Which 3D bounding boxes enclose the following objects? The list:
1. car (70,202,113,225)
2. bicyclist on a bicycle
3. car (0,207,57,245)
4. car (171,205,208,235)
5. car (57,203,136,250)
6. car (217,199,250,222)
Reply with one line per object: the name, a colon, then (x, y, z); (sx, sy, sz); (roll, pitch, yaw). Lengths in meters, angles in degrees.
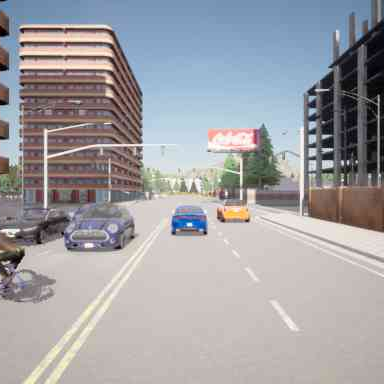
car: (-7.332, 1.526, 24.757); (1.812, 1.442, 4.674); (0, 0, -1)
bicyclist on a bicycle: (-3.865, 1.457, 6.645); (1.656, 1.620, 0.582); (-2, 1, -6)
car: (-7.286, 1.492, 15.762); (2.128, 1.511, 4.902); (0, 0, -1)
car: (-0.152, 1.478, 18.942); (1.882, 1.535, 5.008); (0, 0, -1)
car: (-3.767, 1.354, 14.316); (2.097, 1.767, 4.553); (0, 0, -1)
car: (3.151, 1.352, 26.071); (2.097, 1.767, 4.553); (0, 0, -1)
